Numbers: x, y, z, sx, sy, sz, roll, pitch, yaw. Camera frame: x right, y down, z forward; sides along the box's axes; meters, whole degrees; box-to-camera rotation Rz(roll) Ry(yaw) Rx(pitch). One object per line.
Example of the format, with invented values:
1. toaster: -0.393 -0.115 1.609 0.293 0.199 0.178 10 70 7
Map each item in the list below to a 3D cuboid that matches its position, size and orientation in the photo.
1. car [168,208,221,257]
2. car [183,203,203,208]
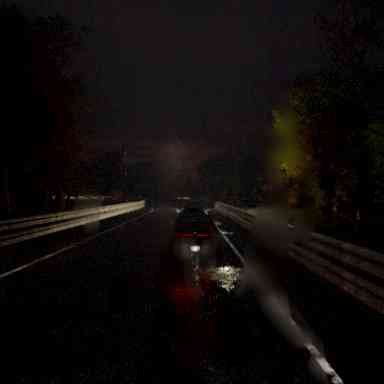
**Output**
1. car: 0.104 1.615 13.414 1.837 1.490 4.892 0 0 0
2. car: 0.109 1.776 31.583 1.812 1.442 4.674 0 -1 0
